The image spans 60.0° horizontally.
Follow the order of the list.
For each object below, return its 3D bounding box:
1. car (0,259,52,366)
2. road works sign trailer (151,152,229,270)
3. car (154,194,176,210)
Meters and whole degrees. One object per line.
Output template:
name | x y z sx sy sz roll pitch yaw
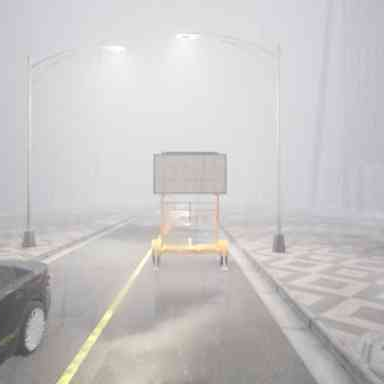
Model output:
car | -3.119 1.481 3.206 1.882 1.535 5.008 0 0 0
road works sign trailer | -0.064 0.475 11.034 2.380 3.560 2.880 0 0 0
car | -3.364 1.268 44.365 2.150 2.045 5.566 0 0 0
